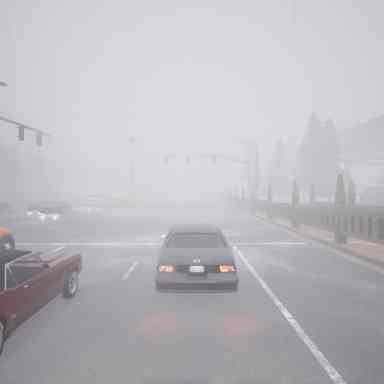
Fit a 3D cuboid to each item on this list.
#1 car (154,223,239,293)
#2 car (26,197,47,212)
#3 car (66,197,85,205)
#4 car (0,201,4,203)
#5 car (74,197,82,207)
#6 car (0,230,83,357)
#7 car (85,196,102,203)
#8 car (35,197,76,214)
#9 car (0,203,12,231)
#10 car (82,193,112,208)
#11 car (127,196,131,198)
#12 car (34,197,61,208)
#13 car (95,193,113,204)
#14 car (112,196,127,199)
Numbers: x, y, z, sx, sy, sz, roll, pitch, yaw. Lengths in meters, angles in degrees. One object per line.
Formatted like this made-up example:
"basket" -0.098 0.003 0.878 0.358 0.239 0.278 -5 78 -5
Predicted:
"car" 0.090 1.547 8.994 2.033 1.411 5.357 0 0 0
"car" -17.637 1.565 39.046 1.994 1.385 4.181 0 0 0
"car" -21.121 1.564 60.485 1.994 1.385 4.181 0 0 0
"car" -22.739 1.547 36.712 2.033 1.411 5.357 0 0 22
"car" -17.642 1.601 52.317 1.895 1.301 4.718 0 0 -1
"car" -3.406 1.601 5.537 1.895 1.301 4.718 0 0 0
"car" -21.078 1.540 71.346 2.033 1.411 5.357 0 0 0
"car" -14.136 1.564 34.664 1.994 1.385 4.181 0 0 0
"car" -6.910 1.352 9.201 2.097 1.767 4.553 0 0 0
"car" -14.148 1.224 49.904 2.150 2.045 5.566 0 0 0
"car" -14.080 1.595 73.374 1.895 1.301 4.718 0 0 0
"car" -21.147 1.526 48.892 1.812 1.442 4.674 0 0 0
"car" -17.575 1.223 66.991 2.150 2.045 5.566 0 0 0
"car" -14.117 1.525 63.061 1.812 1.442 4.674 0 0 0
